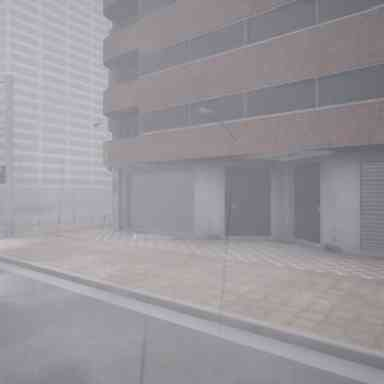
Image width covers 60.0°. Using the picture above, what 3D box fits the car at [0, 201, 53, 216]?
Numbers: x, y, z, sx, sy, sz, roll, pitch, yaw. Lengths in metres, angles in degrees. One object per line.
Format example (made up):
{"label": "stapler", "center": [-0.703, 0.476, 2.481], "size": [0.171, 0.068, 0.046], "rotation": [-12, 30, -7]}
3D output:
{"label": "car", "center": [-16.530, 1.601, 33.097], "size": [1.895, 1.301, 4.718], "rotation": [0, 0, 37]}
